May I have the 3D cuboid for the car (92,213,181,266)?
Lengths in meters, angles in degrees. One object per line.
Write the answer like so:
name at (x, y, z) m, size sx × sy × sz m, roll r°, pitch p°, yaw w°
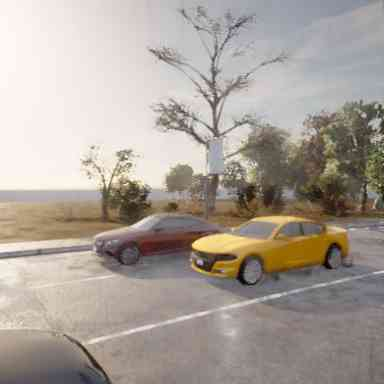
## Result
car at (-1.018, 1.482, 11.486) m, size 4.674 × 1.442 × 1.812 m, roll 0°, pitch 0°, yaw -32°

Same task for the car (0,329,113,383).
car at (-2.465, 1.554, 1.830) m, size 4.181 × 1.385 × 1.994 m, roll 0°, pitch 0°, yaw -36°

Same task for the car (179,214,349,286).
car at (2.333, 1.445, 9.455) m, size 5.008 × 1.535 × 1.882 m, roll 0°, pitch 0°, yaw -31°
